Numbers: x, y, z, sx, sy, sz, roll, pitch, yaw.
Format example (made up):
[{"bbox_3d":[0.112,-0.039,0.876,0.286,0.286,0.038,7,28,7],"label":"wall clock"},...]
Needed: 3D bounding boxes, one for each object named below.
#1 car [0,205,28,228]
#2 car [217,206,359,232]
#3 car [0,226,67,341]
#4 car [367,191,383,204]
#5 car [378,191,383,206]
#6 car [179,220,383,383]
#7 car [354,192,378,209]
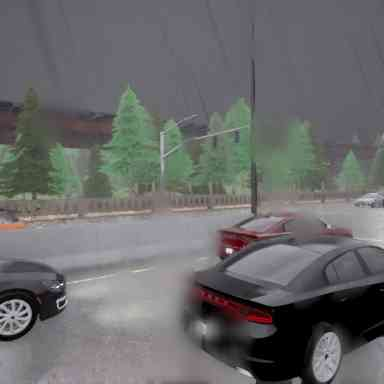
[{"bbox_3d":[-7.975,1.360,11.199,4.553,1.767,2.097,0,0,-36],"label":"car"},{"bbox_3d":[2.999,1.358,10.238,5.008,1.535,1.882,-1,1,-35],"label":"car"},{"bbox_3d":[-4.424,1.504,4.895,4.892,1.490,1.837,0,0,-35],"label":"car"},{"bbox_3d":[24.988,0.692,43.450,4.892,1.490,1.837,-1,1,-36],"label":"car"},{"bbox_3d":[20.378,0.610,31.534,5.566,2.045,2.150,-1,1,-36],"label":"car"},{"bbox_3d":[2.157,1.421,5.351,5.008,1.535,1.882,-1,1,-35],"label":"car"},{"bbox_3d":[18.769,0.903,34.687,4.674,1.442,1.812,-1,1,-36],"label":"car"}]
